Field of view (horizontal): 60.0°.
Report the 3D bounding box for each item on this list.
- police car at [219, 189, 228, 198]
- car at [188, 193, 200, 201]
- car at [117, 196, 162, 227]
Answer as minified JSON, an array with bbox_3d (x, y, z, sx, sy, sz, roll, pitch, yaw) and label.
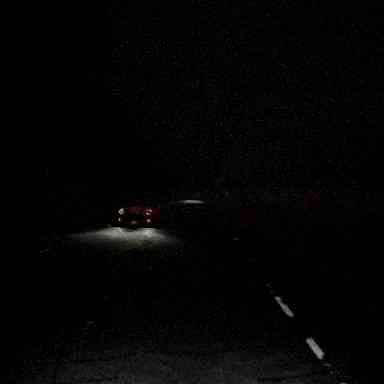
[{"bbox_3d":[8.266,0.590,89.078,1.930,1.638,5.238,1,1,7],"label":"police car"},{"bbox_3d":[0.447,0.929,62.894,1.895,1.301,4.718,1,1,7],"label":"car"},{"bbox_3d":[-3.126,1.088,20.585,2.097,1.767,4.553,1,1,2],"label":"car"}]
